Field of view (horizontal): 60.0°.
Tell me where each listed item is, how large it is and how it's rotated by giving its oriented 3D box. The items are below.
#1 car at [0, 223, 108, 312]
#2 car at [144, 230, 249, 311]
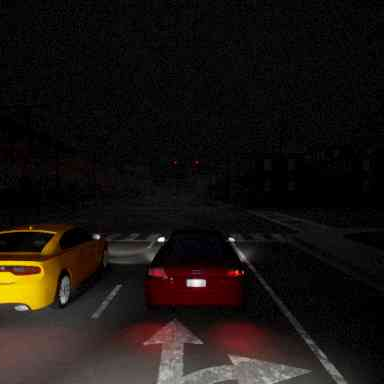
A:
[{"bbox_3d":[-3.385,1.478,7.860,1.882,1.535,5.008,0,0,0],"label":"car"},{"bbox_3d":[0.107,1.564,7.828,1.994,1.385,4.181,0,0,1],"label":"car"}]
